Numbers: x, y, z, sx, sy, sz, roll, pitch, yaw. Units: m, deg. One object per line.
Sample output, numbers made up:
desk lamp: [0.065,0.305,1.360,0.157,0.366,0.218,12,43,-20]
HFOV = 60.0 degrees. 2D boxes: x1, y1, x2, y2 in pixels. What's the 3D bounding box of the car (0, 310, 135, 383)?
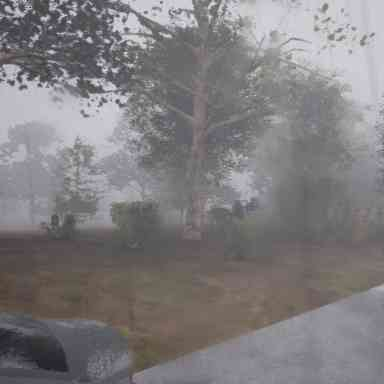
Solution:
car: [-2.531,1.507,1.338,4.892,1.490,1.837,0,0,-36]
